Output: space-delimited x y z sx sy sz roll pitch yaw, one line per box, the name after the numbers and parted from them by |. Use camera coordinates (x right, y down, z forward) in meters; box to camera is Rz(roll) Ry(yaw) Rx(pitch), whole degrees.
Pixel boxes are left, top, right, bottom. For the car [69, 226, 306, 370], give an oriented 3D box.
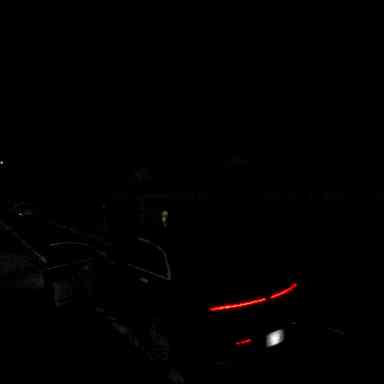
-0.447 1.359 5.686 1.837 1.490 4.892 -3 2 -34 | car

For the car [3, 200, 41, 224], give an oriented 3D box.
-11.574 1.299 22.847 1.752 1.417 4.829 -3 2 -34 | car

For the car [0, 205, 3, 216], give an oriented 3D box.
-14.537 1.323 27.226 1.947 1.339 4.313 -3 2 -34 | car
